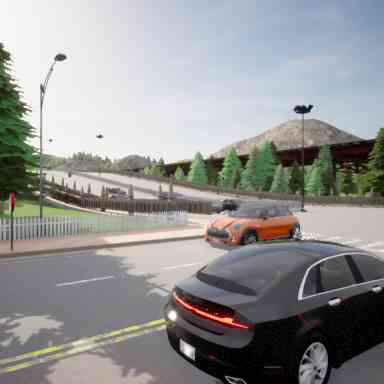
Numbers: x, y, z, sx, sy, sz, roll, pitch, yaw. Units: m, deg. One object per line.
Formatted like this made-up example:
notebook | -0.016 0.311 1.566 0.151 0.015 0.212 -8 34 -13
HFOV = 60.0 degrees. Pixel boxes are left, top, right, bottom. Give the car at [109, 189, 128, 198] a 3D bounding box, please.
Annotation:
car | -10.765 0.786 51.226 1.994 1.385 4.181 0 5 -37

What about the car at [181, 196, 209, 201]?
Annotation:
car | 1.315 1.497 35.256 1.837 1.490 4.892 0 0 -37

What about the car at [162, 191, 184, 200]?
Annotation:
car | -2.346 1.005 45.886 2.150 2.045 5.566 0 3 -36

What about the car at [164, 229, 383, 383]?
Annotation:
car | 1.921 1.505 5.116 4.892 1.490 1.837 0 0 -35

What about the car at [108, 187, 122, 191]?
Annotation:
car | -13.638 -0.140 60.965 1.895 1.301 4.718 0 7 -36

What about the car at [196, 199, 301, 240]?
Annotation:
car | 2.727 1.352 14.499 4.553 1.767 2.097 0 0 -38
